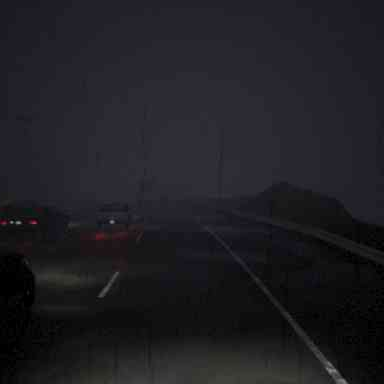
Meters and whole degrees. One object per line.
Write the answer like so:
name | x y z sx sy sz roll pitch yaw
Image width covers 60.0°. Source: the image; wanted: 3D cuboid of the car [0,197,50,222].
car | -12.251 1.215 24.635 1.882 1.535 5.008 0 1 -8

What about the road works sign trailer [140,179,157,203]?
road works sign trailer | -6.601 -0.148 49.740 2.380 3.560 2.880 0 1 -16

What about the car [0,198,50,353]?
car | -3.495 1.198 2.874 2.150 2.045 5.566 0 1 -1

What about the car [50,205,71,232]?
car | -7.790 1.363 16.982 2.033 1.411 5.357 0 1 -5

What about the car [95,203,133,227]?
car | -4.676 1.354 20.667 1.895 1.301 4.718 0 1 -6

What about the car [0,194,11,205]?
car | -28.062 1.055 48.141 2.033 1.411 5.357 0 1 -15
